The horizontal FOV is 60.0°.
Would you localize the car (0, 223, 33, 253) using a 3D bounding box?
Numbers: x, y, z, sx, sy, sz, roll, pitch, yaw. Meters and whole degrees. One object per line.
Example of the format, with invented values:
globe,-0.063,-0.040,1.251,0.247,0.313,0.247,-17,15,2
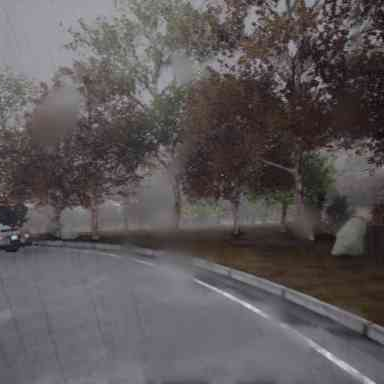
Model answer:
car,-9.262,1.957,14.068,5.357,1.411,2.033,-3,-1,24
